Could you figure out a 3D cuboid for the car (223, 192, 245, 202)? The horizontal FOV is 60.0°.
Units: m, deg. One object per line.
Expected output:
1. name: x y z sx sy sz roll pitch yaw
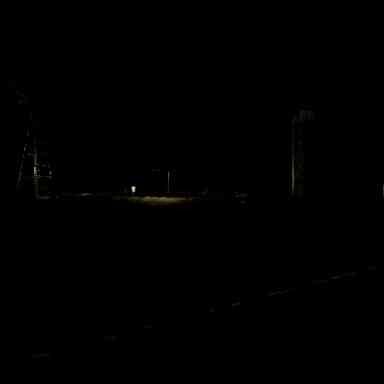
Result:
1. car: 7.831 0.885 62.627 2.097 1.767 4.553 -1 1 -35
